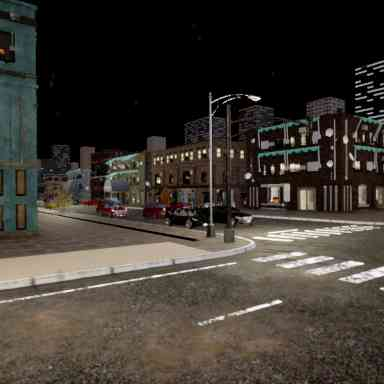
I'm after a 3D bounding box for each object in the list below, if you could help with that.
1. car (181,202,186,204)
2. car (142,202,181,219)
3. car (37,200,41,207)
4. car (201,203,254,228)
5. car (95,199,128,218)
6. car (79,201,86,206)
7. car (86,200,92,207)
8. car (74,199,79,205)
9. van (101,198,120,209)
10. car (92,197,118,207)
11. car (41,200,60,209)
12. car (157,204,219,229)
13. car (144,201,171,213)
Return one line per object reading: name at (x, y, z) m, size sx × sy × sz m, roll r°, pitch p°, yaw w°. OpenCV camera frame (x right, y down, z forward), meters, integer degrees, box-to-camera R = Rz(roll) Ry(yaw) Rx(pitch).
car at (-1.464, 1.903, 40.023) m, size 1.802 × 1.307 × 4.206 m, roll -2°, pitch 0°, yaw -35°
car at (-3.300, 1.887, 32.619) m, size 1.994 × 1.385 × 4.181 m, roll -1°, pitch 0°, yaw -35°
car at (-30.703, 2.376, 66.790) m, size 2.008 × 1.369 × 4.403 m, roll -1°, pitch 0°, yaw -35°
car at (2.451, 1.735, 24.506) m, size 1.812 × 1.442 × 4.674 m, roll -1°, pitch 0°, yaw -37°
car at (-8.304, 1.846, 35.175) m, size 1.967 × 1.590 × 4.097 m, roll -1°, pitch 0°, yaw -35°
car at (-20.666, 2.227, 67.120) m, size 1.887 × 1.381 × 4.507 m, roll -1°, pitch 0°, yaw -35°
car at (-17.471, 1.939, 62.603) m, size 2.192 × 1.841 × 5.009 m, roll -1°, pitch 0°, yaw -35°
car at (-27.066, 2.364, 76.152) m, size 1.947 × 1.339 × 4.313 m, roll -1°, pitch 0°, yaw -35°
van at (-14.270, 1.907, 58.087) m, size 1.690 × 1.788 × 3.998 m, roll -1°, pitch 0°, yaw -35°
car at (-10.827, 1.825, 43.261) m, size 2.097 × 1.767 × 4.553 m, roll -1°, pitch -1°, yaw -35°
car at (-24.204, 2.232, 57.618) m, size 1.752 × 1.417 × 4.829 m, roll -1°, pitch 0°, yaw -35°
car at (-0.377, 1.814, 23.783) m, size 1.947 × 1.339 × 4.313 m, roll -1°, pitch 0°, yaw -35°
car at (-4.663, 1.966, 44.539) m, size 1.802 × 1.307 × 4.206 m, roll -2°, pitch 0°, yaw -35°
